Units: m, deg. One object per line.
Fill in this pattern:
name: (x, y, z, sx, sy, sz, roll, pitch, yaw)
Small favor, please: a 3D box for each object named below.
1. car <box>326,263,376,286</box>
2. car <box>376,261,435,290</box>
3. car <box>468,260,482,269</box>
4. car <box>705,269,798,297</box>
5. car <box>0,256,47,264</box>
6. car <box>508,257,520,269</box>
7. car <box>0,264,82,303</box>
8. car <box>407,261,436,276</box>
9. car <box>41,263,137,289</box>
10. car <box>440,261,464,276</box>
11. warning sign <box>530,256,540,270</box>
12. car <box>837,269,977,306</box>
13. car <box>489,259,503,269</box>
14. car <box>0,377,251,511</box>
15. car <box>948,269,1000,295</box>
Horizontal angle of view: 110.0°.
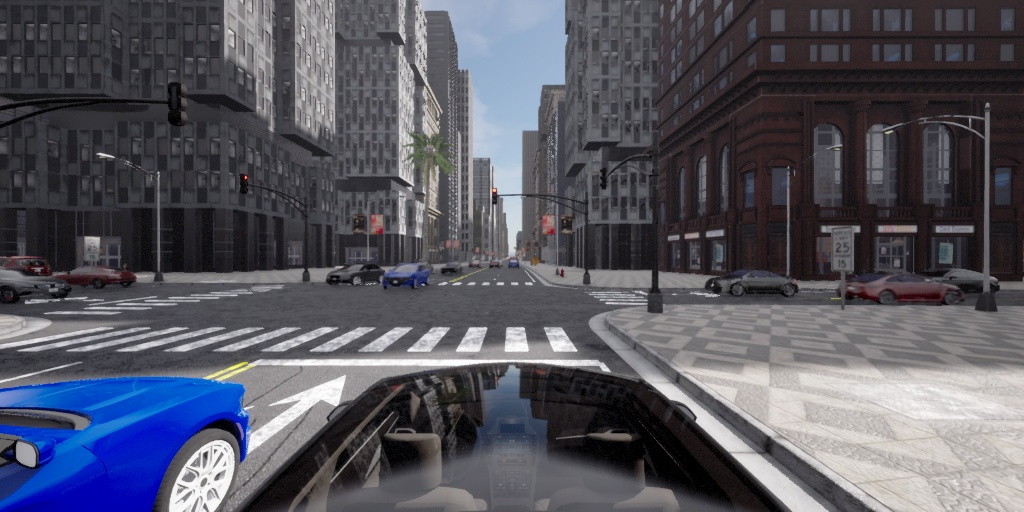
car: (-10.509, 1.236, 24.631, 1.837, 1.490, 4.892, 1, -1, 12)
car: (-6.491, 1.207, 22.507, 1.882, 1.535, 5.008, 0, -1, 0)
car: (-6.271, 1.399, 61.041, 1.882, 1.535, 5.008, 0, -1, 1)
car: (12.704, 1.381, 19.164, 4.181, 1.385, 1.994, 0, 0, 0)
car: (-30.612, 0.944, 21.320, 5.009, 1.841, 2.192, 0, 0, -1)
car: (0.343, 1.408, 62.167, 1.882, 1.535, 5.008, 0, 0, 1)
car: (-22.282, 1.215, 15.637, 4.674, 1.442, 1.812, 0, 0, 1)
car: (-9.668, 1.289, 38.708, 1.837, 1.490, 4.892, 0, 0, 0)
car: (-24.973, 1.231, 21.379, 4.207, 1.307, 1.802, 0, 0, -1)
car: (-6.420, 1.387, 38.578, 1.895, 1.301, 4.718, 0, 0, 0)
warning sign: (3.074, 0.941, 47.326, 1.300, 1.860, 1.060, 0, 0, 0)
car: (17.209, 1.419, 16.004, 4.181, 1.385, 1.994, 0, 0, 1)
car: (-2.951, 1.438, 62.490, 1.837, 1.490, 4.892, 0, 0, 0)
car: (-3.156, 1.228, 1.000, 1.882, 1.535, 5.008, 0, 0, 0)
car: (22.933, 1.390, 19.103, 4.674, 1.442, 1.812, 0, 0, 0)
